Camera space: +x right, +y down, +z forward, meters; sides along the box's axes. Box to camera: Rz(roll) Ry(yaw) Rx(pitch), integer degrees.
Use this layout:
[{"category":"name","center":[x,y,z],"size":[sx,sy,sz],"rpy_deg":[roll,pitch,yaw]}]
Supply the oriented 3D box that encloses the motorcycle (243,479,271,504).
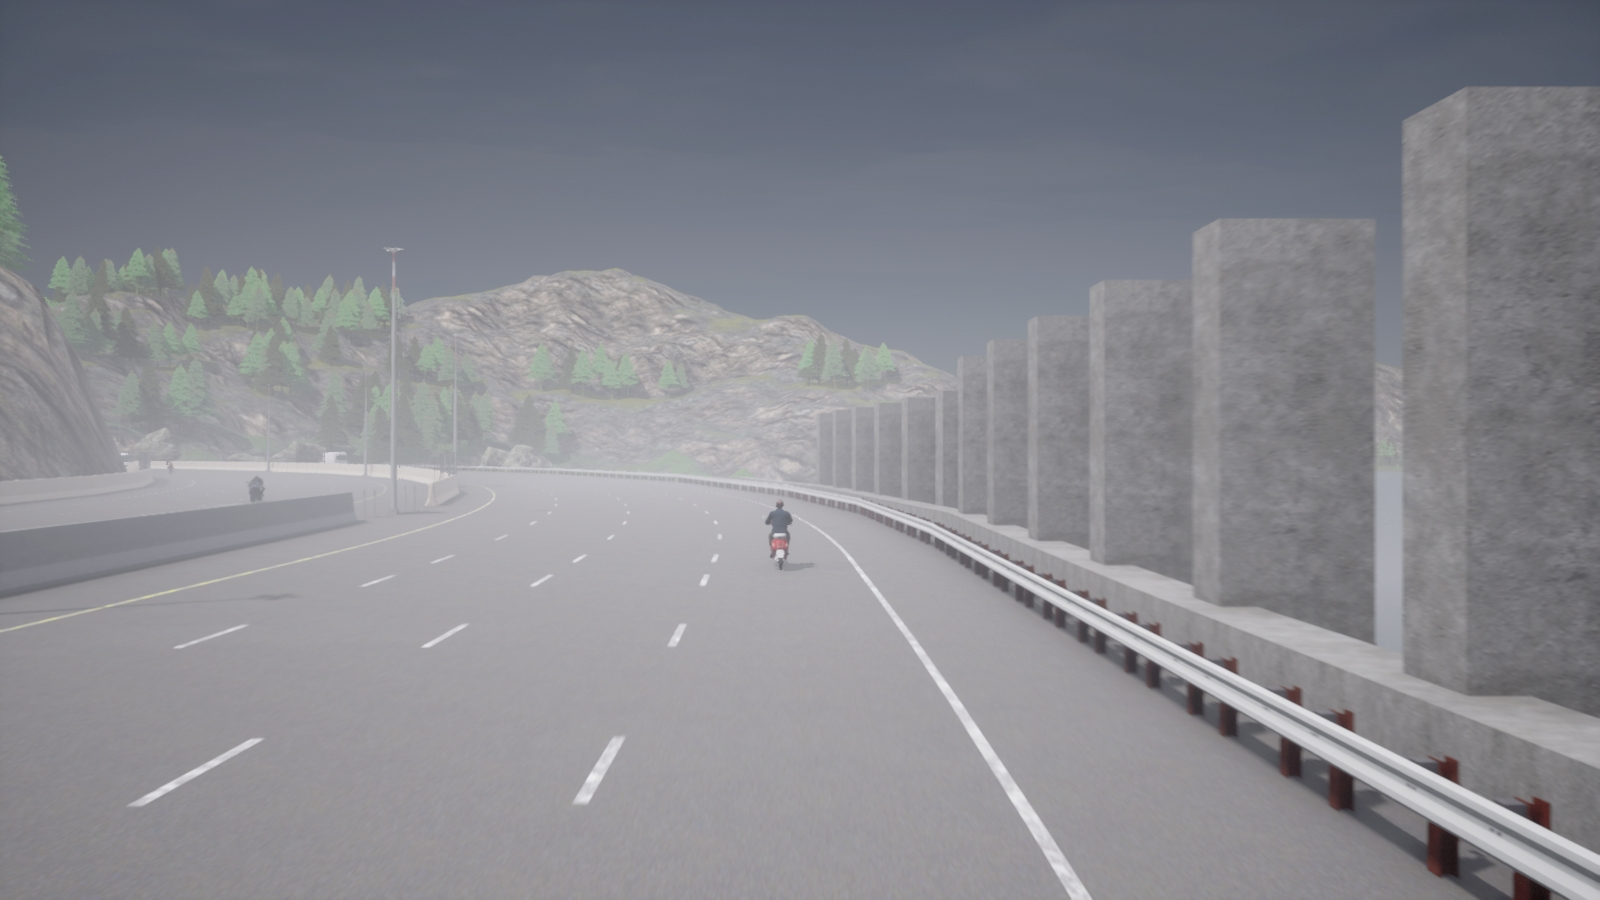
[{"category":"motorcycle","center":[-29.067,2.220,61.224],"size":[0.867,1.251,2.209],"rpy_deg":[-1,0,-13]}]

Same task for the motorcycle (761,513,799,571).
[{"category":"motorcycle","center":[-0.491,2.189,27.512],"size":[0.856,1.236,1.805],"rpy_deg":[0,0,-2]}]
